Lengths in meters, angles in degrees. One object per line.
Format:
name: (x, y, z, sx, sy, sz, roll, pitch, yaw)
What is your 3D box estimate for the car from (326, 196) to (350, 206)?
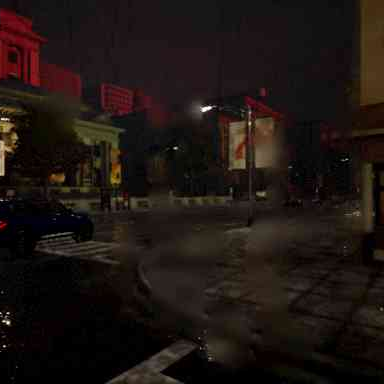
car: (25.555, 1.614, 58.277, 2.033, 1.411, 5.357, 0, 0, 37)

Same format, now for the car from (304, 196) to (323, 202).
car: (29.674, 1.637, 81.227, 4.674, 1.452, 2.002, 0, 0, -35)

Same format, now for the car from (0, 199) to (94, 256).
car: (-6.431, 1.288, 13.708, 2.150, 2.045, 5.566, -2, -1, 19)

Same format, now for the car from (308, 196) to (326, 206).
car: (21.461, 1.632, 58.642, 2.033, 1.411, 5.357, 0, 0, 37)

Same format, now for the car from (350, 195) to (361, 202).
car: (36.486, 1.557, 77.735, 5.008, 1.535, 1.882, 0, 0, -30)

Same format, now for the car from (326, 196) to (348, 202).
car: (35.379, 1.633, 81.121, 5.357, 1.411, 2.033, 0, 0, -30)

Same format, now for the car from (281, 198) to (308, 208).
car: (15.091, 1.632, 49.805, 2.033, 1.411, 5.357, 0, 0, 35)
